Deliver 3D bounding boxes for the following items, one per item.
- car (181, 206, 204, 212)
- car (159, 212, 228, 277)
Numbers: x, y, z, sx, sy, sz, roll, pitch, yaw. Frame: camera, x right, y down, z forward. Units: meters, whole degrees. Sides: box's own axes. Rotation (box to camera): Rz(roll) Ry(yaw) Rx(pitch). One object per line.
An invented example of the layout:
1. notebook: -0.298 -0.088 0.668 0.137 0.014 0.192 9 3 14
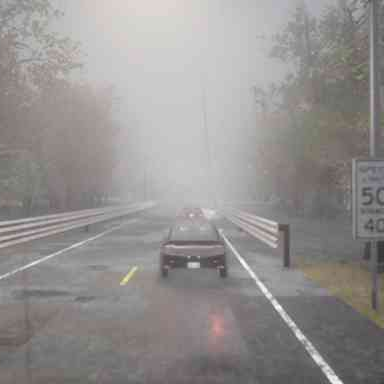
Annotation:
1. car: 0.032 1.877 28.000 2.033 1.411 5.357 0 -1 0
2. car: 0.054 1.618 10.651 2.128 1.511 4.902 0 -1 0
